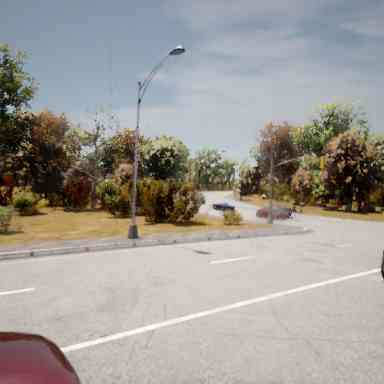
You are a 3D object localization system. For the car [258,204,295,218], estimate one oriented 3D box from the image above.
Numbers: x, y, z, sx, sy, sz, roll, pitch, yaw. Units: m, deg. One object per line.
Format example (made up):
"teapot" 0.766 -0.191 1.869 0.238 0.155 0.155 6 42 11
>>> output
"car" 10.826 2.387 42.915 2.128 1.511 4.902 3 0 -21

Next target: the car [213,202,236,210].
"car" 4.784 2.173 49.195 1.895 1.301 4.718 3 1 -17

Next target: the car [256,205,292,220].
"car" 9.032 2.340 37.634 1.994 1.385 4.181 3 -1 -22

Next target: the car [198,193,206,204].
"car" 1.263 1.211 64.322 2.150 2.045 5.566 2 3 -9

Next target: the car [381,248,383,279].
"car" 7.018 1.482 8.798 4.553 1.767 2.097 2 -1 -35

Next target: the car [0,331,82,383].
"car" -2.699 1.565 1.816 4.181 1.385 1.994 0 0 -36
